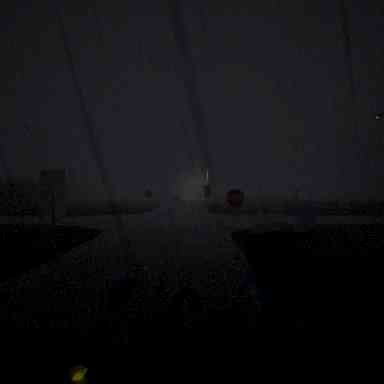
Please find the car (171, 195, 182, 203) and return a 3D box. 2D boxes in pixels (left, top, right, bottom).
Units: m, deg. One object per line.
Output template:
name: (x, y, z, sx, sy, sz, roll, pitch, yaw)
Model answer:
car: (-2.746, 1.327, 60.548, 2.033, 1.411, 5.357, 0, 0, 0)
